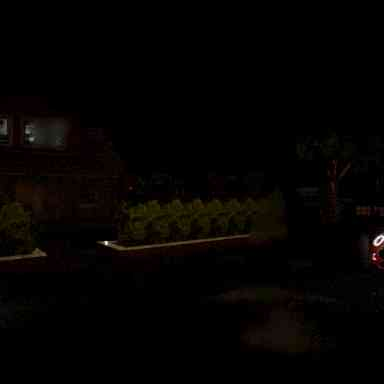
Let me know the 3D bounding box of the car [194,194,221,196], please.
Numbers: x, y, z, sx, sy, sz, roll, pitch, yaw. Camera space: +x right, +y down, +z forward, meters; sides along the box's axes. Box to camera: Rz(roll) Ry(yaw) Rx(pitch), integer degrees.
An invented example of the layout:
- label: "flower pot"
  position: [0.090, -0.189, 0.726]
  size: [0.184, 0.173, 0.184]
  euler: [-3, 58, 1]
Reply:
- label: "car"
  position: [1.831, 1.221, 30.197]
  size: [2.150, 2.045, 5.566]
  euler: [0, 0, -35]

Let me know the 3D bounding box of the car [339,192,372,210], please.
- label: "car"
  position: [17.452, 0.985, 36.235]
  size: [3.866, 1.878, 1.905]
  euler: [0, 0, 0]

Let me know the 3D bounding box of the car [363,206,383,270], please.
- label: "car"
  position: [7.206, 1.352, 9.729]
  size: [4.553, 1.767, 2.097]
  euler: [0, 0, -35]
